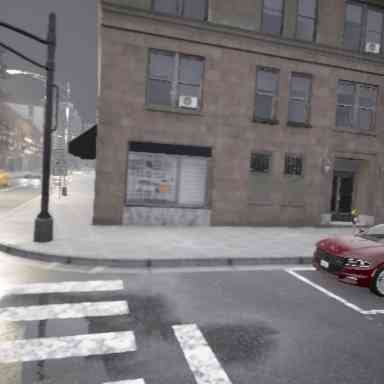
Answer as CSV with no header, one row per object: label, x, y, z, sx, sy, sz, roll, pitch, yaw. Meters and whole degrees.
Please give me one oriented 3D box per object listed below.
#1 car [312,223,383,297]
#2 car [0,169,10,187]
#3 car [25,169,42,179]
car,4.969,1.350,7.564,4.507,1.381,1.887,2,4,-15
car,-16.216,-1.167,26.897,1.882,1.535,5.008,3,4,-16
car,-21.198,-2.476,44.997,1.895,1.301,4.718,3,4,-15
